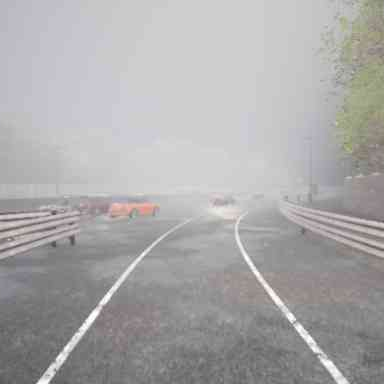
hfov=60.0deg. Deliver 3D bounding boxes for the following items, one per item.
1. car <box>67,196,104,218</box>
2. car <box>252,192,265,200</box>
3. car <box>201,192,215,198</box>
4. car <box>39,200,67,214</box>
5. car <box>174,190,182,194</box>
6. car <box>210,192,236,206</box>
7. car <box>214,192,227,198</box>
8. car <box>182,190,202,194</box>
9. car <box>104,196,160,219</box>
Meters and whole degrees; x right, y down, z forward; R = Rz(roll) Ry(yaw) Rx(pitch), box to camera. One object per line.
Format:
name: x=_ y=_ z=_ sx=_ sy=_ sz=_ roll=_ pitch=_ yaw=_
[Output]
car: x=-7.617 y=1.105 z=27.606 sx=2.097 sy=1.767 sz=4.553 roll=0 pitch=0 yaw=26
car: x=14.460 y=0.825 z=72.032 sx=1.882 sy=1.535 sz=5.008 roll=0 pitch=0 yaw=27
car: x=4.484 y=0.807 z=91.241 sx=2.128 sy=1.511 sz=4.902 roll=0 pitch=0 yaw=27
car: x=-10.772 y=1.363 z=29.128 sx=1.895 sy=1.301 sz=4.718 roll=0 pitch=0 yaw=26
car: x=-2.598 y=0.637 z=77.041 sx=2.150 sy=2.045 sz=5.566 roll=0 pitch=0 yaw=27
car: x=4.272 y=1.110 z=43.737 sx=1.812 sy=1.442 sz=4.674 roll=0 pitch=0 yaw=26
car: x=7.615 y=0.774 z=89.679 sx=1.837 sy=1.490 sz=4.892 roll=0 pitch=0 yaw=27
car: x=0.534 y=0.629 z=75.479 sx=2.150 sy=2.045 sz=5.566 roll=0 pitch=0 yaw=27
car: x=-4.399 y=1.123 z=26.181 sx=2.097 sy=1.767 sz=4.553 roll=1 pitch=1 yaw=26
